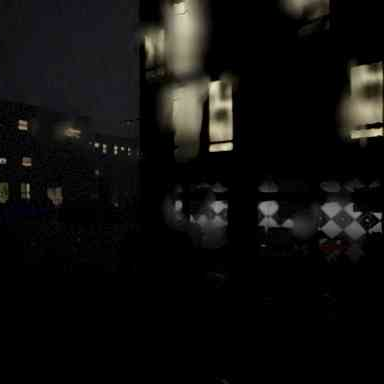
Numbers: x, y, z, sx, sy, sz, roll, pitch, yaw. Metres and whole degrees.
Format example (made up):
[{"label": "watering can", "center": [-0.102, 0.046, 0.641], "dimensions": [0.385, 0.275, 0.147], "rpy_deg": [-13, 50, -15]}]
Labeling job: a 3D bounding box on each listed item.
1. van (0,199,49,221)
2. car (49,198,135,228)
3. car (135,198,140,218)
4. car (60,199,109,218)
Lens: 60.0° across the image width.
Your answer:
[{"label": "van", "center": [-13.491, 1.430, 27.494], "dimensions": [1.690, 1.788, 3.998], "rpy_deg": [-1, -1, 35]}, {"label": "car", "center": [-6.656, 1.361, 22.647], "dimensions": [2.192, 1.841, 5.009], "rpy_deg": [-1, -1, 35]}, {"label": "car", "center": [-3.459, 1.378, 27.152], "dimensions": [2.192, 1.841, 5.009], "rpy_deg": [-1, -1, 35]}, {"label": "car", "center": [-10.294, 1.547, 31.998], "dimensions": [1.967, 1.590, 4.097], "rpy_deg": [-1, -1, 35]}]
